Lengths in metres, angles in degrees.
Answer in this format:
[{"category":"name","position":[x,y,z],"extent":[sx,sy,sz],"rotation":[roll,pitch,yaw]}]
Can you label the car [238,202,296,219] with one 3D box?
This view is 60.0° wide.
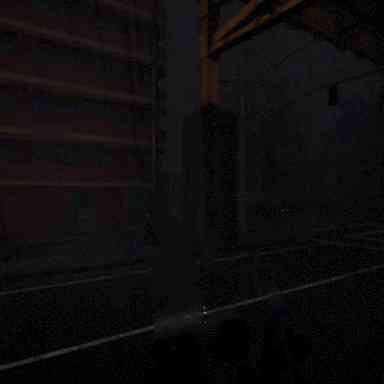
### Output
[{"category":"car","position":[6.494,1.550,29.388],"extent":[2.033,1.411,5.357],"rotation":[0,0,-35]}]
